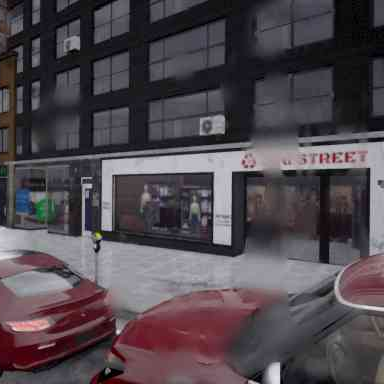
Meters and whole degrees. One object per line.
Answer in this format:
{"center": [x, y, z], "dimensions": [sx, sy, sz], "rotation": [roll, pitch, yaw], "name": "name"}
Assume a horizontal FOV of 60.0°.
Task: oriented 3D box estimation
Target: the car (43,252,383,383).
{"center": [1.588, 1.315, 1.941], "dimensions": [5.009, 1.841, 2.192], "rotation": [0, 1, 35], "name": "car"}

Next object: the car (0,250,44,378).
{"center": [-2.965, 1.580, 5.176], "dimensions": [4.206, 1.307, 1.802], "rotation": [0, 1, 35], "name": "car"}
